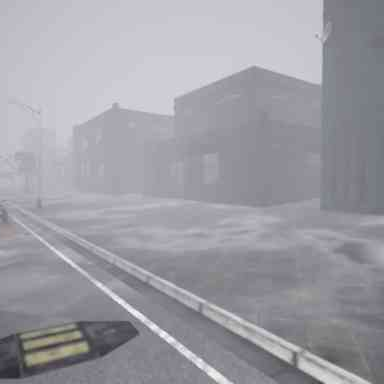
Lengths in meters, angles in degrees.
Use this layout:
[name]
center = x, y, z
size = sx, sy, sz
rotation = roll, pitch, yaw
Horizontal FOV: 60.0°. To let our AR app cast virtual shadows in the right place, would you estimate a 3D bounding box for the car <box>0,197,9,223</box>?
[car]
center = -11.004, 0.845, 17.815
size = 1.812, 1.442, 4.674
rotation = 0, 2, -34
